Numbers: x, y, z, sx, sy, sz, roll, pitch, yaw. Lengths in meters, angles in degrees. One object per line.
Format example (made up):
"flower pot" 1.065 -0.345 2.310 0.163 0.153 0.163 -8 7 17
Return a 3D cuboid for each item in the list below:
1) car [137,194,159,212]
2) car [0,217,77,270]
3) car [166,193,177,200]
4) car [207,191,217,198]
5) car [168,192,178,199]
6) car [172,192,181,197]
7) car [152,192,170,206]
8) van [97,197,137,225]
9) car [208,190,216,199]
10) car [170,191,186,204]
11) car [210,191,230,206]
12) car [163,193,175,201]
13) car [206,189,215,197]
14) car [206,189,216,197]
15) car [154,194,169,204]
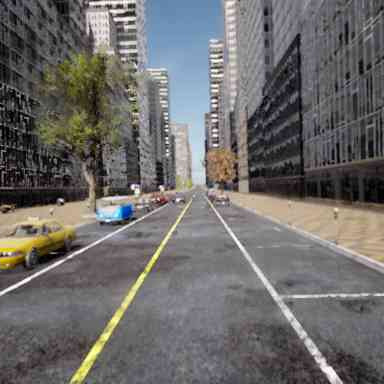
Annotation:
"car" -4.929 1.281 34.049 2.008 1.369 4.403 -2 1 1
"car" -5.423 1.557 11.214 1.752 1.417 4.829 -2 1 1
"car" -4.195 0.849 68.046 1.947 1.339 4.313 -2 1 1
"car" 4.301 0.493 73.527 2.008 1.369 4.403 -2 1 1
"car" -4.078 0.736 73.542 1.752 1.417 4.829 -2 1 1
"car" -3.828 0.624 85.044 1.947 1.339 4.313 -2 1 1
"car" -4.693 0.897 45.379 2.192 1.841 5.009 -2 1 1
"van" -5.181 1.221 22.715 1.690 1.788 3.998 -2 1 1
"car" 3.811 0.786 50.862 1.887 1.381 4.507 -2 1 1
"car" -1.918 0.941 48.960 2.128 1.511 4.902 -2 1 1
"car" 3.567 0.941 39.530 2.008 1.369 4.403 -2 1 1
"car" -4.318 0.903 62.380 1.887 1.381 4.507 -2 1 1
"car" 4.056 0.637 62.195 1.887 1.381 4.507 -2 1 1
"car" 4.415 0.182 79.190 2.192 1.841 5.009 -2 1 1
"car" -4.567 1.035 50.877 1.752 1.417 4.829 -2 1 1
